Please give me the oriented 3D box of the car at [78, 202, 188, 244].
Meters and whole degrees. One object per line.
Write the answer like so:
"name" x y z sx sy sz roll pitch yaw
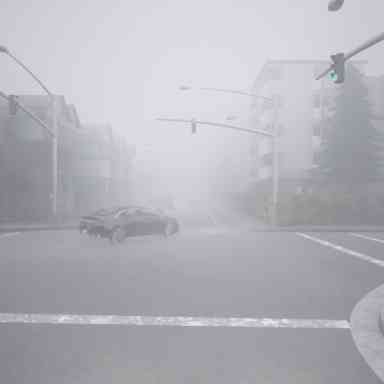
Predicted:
"car" -2.722 1.398 15.267 2.128 1.511 4.902 1 0 43

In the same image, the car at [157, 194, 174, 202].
"car" -3.560 1.221 42.919 2.150 2.045 5.566 0 0 0

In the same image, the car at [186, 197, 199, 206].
"car" -0.001 1.526 55.234 1.812 1.442 4.674 0 0 -3

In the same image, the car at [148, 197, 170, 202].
"car" -3.584 1.491 32.343 2.128 1.511 4.902 0 0 0
